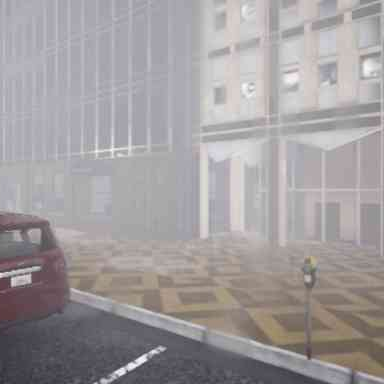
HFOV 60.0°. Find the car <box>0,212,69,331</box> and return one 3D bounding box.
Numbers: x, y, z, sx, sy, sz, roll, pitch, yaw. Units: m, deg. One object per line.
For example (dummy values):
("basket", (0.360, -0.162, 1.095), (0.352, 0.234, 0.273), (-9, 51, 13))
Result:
("car", (-4.268, 1.272, 5.931), (5.009, 1.841, 2.192), (0, 0, 36))
